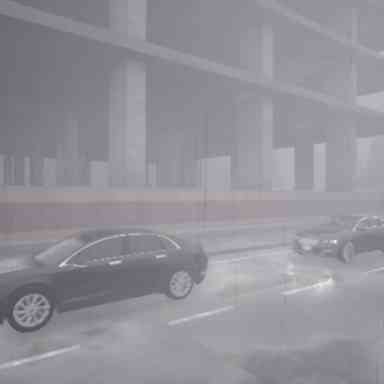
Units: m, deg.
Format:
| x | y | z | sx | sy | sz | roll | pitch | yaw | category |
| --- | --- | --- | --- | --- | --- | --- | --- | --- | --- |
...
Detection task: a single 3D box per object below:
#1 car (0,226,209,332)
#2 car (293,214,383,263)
| x | y | z | sx | sy | sz | roll | pitch | yaw | category |
| --- | --- | --- | --- | --- | --- | --- | --- | --- | --- |
| -1.882 | 1.523 | 6.933 | 4.892 | 1.490 | 1.837 | 1 | 0 | -35 | car |
| 5.779 | 1.582 | 12.361 | 4.902 | 1.511 | 2.128 | 1 | 0 | -35 | car |
